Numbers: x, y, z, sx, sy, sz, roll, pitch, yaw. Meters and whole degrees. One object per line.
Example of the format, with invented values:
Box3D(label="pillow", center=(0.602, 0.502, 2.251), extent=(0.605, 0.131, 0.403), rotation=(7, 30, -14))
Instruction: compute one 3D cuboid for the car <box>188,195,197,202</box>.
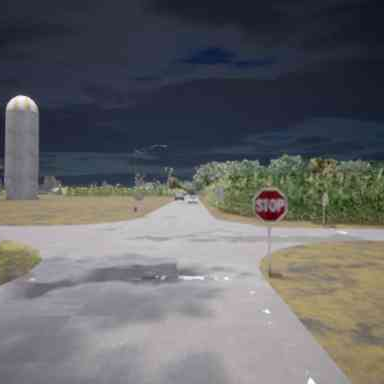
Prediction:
Box3D(label="car", center=(0.147, 1.417, 75.317), extent=(2.033, 1.411, 5.357), rotation=(0, 0, 0))

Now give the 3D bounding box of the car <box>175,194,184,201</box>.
Box3D(label="car", center=(-2.615, 1.138, 69.493), extent=(1.882, 1.535, 5.008), rotation=(0, 0, 0))

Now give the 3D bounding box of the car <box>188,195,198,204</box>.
Box3D(label="car", center=(0.128, 1.646, 65.339), extent=(1.895, 1.301, 4.718), rotation=(0, 0, 0))
